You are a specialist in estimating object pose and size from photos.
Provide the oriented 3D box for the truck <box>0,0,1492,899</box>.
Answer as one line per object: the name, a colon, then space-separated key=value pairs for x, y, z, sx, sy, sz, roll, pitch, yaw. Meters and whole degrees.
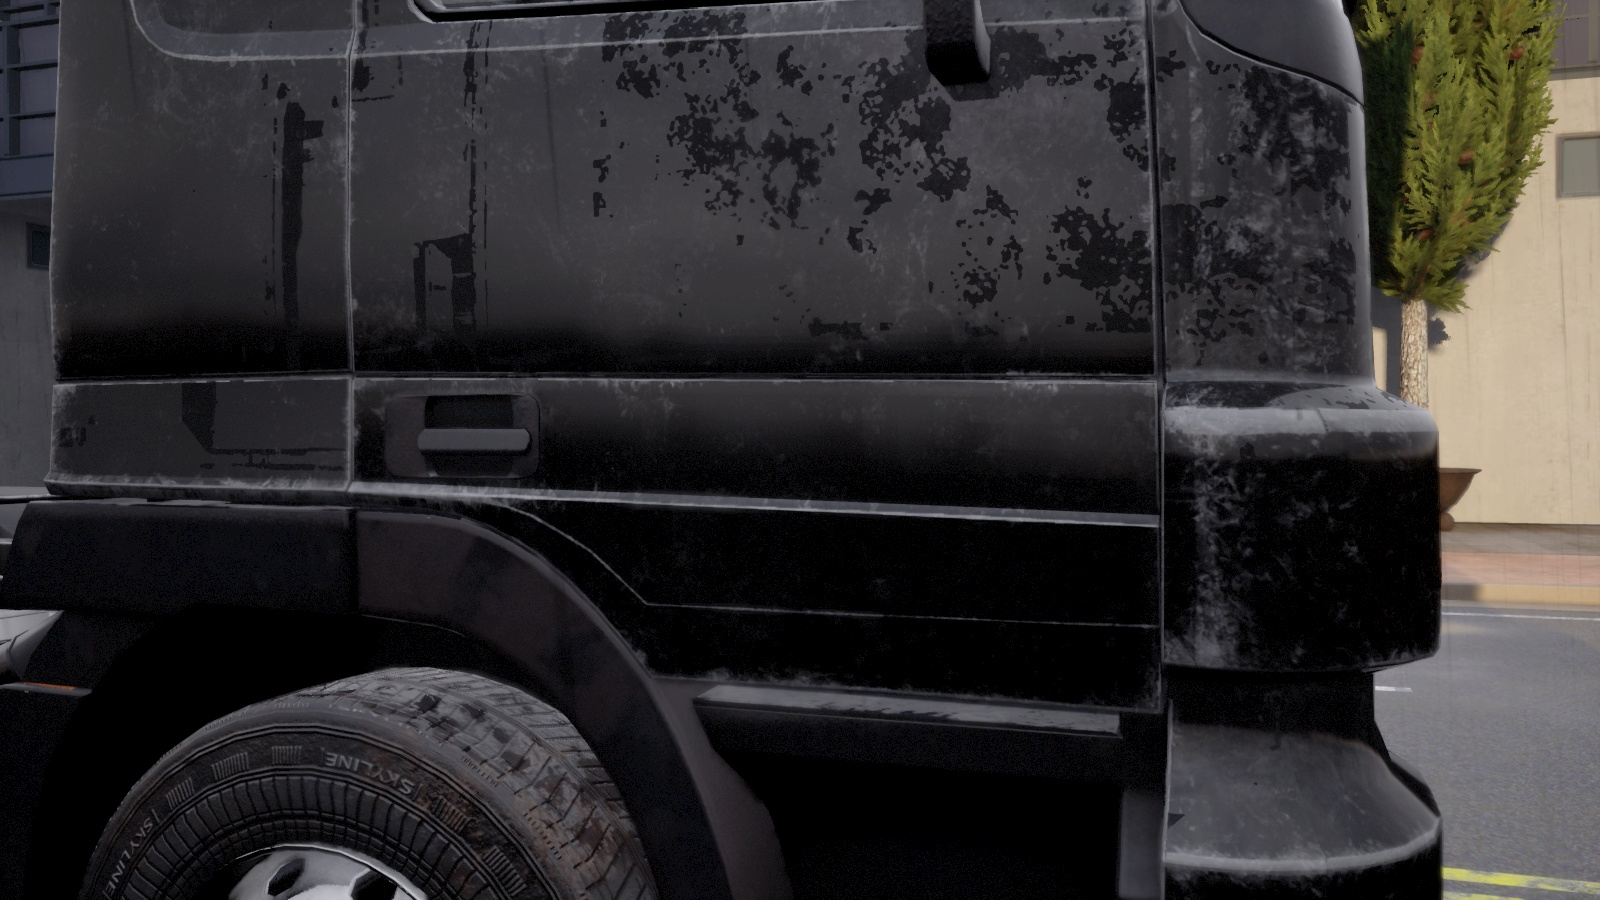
truck: x=-2.510 y=-0.230 z=4.057 sx=7.936 sy=3.462 sz=2.891 roll=1 pitch=1 yaw=19
